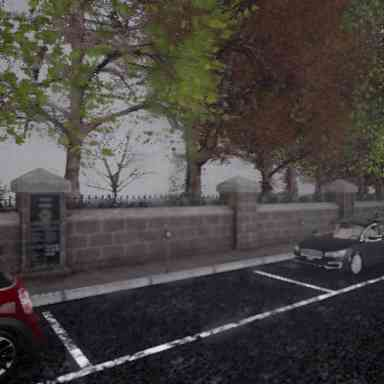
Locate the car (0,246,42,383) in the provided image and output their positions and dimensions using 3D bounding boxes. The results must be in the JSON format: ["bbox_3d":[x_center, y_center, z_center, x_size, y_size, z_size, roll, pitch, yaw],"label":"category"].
[{"bbox_3d":[-4.021,1.442,3.687,4.097,1.590,1.967,0,0,-36],"label":"car"}]

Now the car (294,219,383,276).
[{"bbox_3d":[4.947,1.534,10.187,4.403,1.369,2.008,0,0,-36],"label":"car"}]
